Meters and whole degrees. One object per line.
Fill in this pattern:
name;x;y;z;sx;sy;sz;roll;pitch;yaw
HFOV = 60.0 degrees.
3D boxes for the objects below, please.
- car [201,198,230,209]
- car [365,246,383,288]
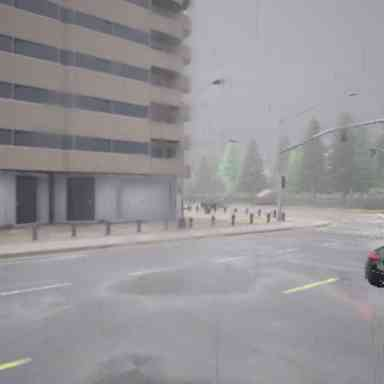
car;3.220;1.632;46.632;2.128;1.511;4.902;0;0;-36
car;6.094;1.590;8.114;4.181;1.385;1.994;0;0;-35
